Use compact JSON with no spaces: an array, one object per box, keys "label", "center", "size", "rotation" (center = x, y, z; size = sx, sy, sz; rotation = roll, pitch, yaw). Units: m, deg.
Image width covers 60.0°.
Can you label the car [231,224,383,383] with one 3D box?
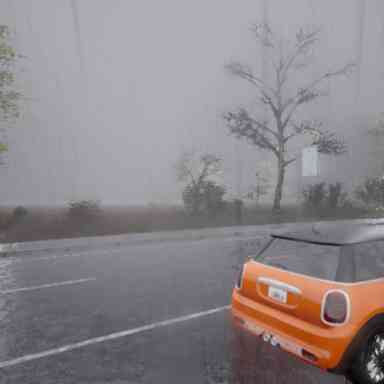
[{"label":"car","center":[2.890,1.333,5.429],"size":[4.553,1.767,2.097],"rotation":[0,0,-33]}]
